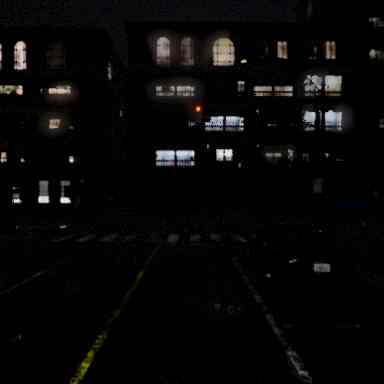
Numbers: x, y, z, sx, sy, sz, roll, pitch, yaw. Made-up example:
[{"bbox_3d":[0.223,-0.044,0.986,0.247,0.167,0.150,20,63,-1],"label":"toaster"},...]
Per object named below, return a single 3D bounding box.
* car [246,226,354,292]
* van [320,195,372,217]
[{"bbox_3d":[2.572,1.525,8.665,1.947,1.339,4.313,1,0,0],"label":"car"},{"bbox_3d":[13.081,1.162,28.238,3.998,1.788,1.690,0,0,0],"label":"van"}]
